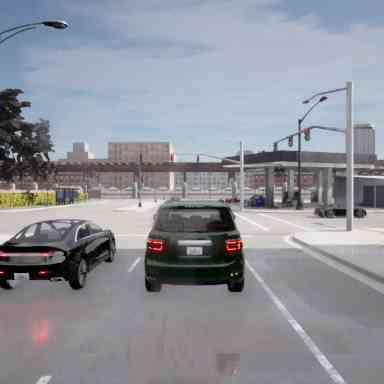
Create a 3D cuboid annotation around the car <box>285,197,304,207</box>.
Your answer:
[{"bbox_3d":[15.358,1.456,50.032,1.970,1.475,3.806,0,0,0],"label":"car"}]

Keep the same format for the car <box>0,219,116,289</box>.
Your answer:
[{"bbox_3d":[-3.438,1.492,9.150,2.128,1.511,4.902,0,0,0],"label":"car"}]

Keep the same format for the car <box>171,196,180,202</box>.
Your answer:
[{"bbox_3d":[-3.644,1.552,74.497,1.994,1.385,4.181,0,0,0],"label":"car"}]

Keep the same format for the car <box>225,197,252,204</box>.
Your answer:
[{"bbox_3d":[9.002,1.600,64.429,4.718,1.301,1.895,0,0,-15],"label":"car"}]

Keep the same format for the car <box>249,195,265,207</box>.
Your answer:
[{"bbox_3d":[9.614,1.295,49.259,2.242,1.667,4.611,0,0,0],"label":"car"}]

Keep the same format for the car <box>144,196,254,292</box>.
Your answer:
[{"bbox_3d":[0.067,1.221,9.068,2.150,2.045,5.566,0,0,0],"label":"car"}]

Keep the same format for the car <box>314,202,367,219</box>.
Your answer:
[{"bbox_3d":[12.935,1.564,29.118,4.181,1.385,1.994,0,0,-1],"label":"car"}]
